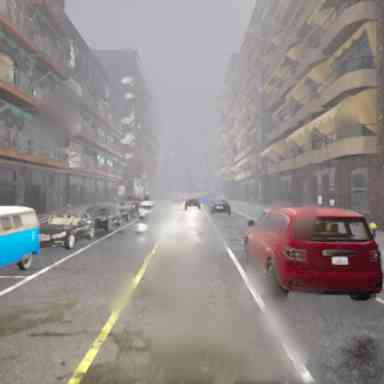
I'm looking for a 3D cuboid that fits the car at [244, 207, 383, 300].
[{"bbox_3d":[2.575,1.263,8.175,2.192,1.841,5.009,1,0,0],"label":"car"}]

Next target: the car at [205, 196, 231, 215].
[{"bbox_3d":[2.566,1.372,30.860,1.947,1.339,4.313,1,0,0],"label":"car"}]

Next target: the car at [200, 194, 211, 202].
[{"bbox_3d":[2.557,1.143,64.884,1.887,1.381,4.507,1,0,0],"label":"car"}]

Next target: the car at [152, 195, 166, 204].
[{"bbox_3d":[-5.321,1.249,53.511,1.802,1.307,4.206,1,0,0],"label":"car"}]

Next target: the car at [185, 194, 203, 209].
[{"bbox_3d":[0.088,1.270,40.872,1.812,1.442,4.674,0,0,0],"label":"car"}]

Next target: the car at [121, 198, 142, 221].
[{"bbox_3d":[-5.313,1.392,25.157,2.008,1.369,4.403,1,0,0],"label":"car"}]

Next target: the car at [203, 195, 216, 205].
[{"bbox_3d":[2.564,1.322,36.531,2.008,1.369,4.403,1,0,0],"label":"car"}]

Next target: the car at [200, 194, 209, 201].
[{"bbox_3d":[2.555,1.089,70.725,1.752,1.417,4.829,1,0,0],"label":"car"}]

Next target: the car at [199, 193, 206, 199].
[{"bbox_3d":[2.552,1.022,82.066,1.752,1.417,4.829,1,0,0],"label":"car"}]

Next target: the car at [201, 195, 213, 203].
[{"bbox_3d":[2.558,1.199,59.213,1.947,1.339,4.313,1,0,0],"label":"car"}]

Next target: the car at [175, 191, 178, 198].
[{"bbox_3d":[-5.337,0.959,93.036,1.752,1.417,4.829,1,0,0],"label":"car"}]

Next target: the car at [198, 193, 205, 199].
[{"bbox_3d":[2.550,1.046,87.567,1.802,1.307,4.206,1,0,0],"label":"car"}]

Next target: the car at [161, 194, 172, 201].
[{"bbox_3d":[-5.325,1.116,70.523,2.008,1.369,4.403,1,0,0],"label":"car"}]

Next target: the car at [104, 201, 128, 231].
[{"bbox_3d":[-5.312,1.443,19.487,1.947,1.339,4.313,1,0,0],"label":"car"}]

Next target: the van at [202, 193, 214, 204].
[{"bbox_3d":[2.562,1.008,53.542,1.690,1.788,3.998,1,0,0],"label":"van"}]

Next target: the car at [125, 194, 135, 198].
[{"bbox_3d":[-5.311,1.121,30.827,2.192,1.841,5.009,1,0,0],"label":"car"}]

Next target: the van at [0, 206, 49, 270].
[{"bbox_3d":[-5.306,1.289,8.144,1.690,1.788,3.998,1,0,0],"label":"van"}]

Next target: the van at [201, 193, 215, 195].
[{"bbox_3d":[2.564,1.043,47.871,1.690,1.788,3.998,1,0,0],"label":"van"}]

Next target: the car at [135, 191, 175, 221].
[{"bbox_3d":[-2.757,1.060,26.076,2.150,2.045,5.566,0,0,0],"label":"car"}]

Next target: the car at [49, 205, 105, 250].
[{"bbox_3d":[-5.310,1.463,13.815,2.008,1.369,4.403,1,0,0],"label":"car"}]

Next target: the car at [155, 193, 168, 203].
[{"bbox_3d":[-5.321,1.073,59.181,1.967,1.590,4.097,1,0,0],"label":"car"}]

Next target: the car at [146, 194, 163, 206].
[{"bbox_3d":[-5.318,1.142,47.840,1.967,1.590,4.097,1,0,0],"label":"car"}]
